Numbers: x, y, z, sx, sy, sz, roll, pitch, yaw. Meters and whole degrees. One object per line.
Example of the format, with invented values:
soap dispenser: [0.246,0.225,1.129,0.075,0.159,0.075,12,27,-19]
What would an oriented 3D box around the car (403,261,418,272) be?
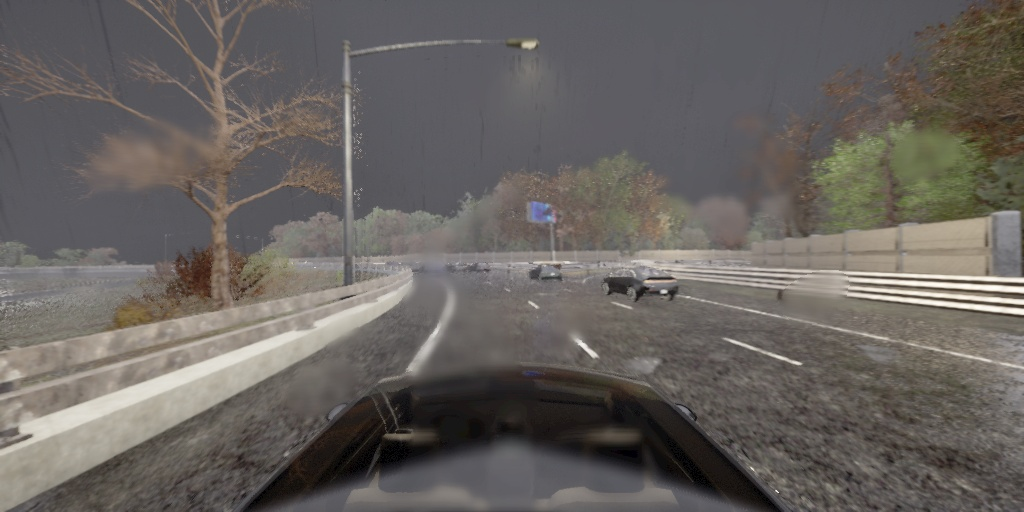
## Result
car: [-15.115,1.859,56.191,1.994,1.385,4.181,0,0,-33]

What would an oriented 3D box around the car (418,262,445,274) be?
car: [-11.001,1.759,48.684,1.994,1.385,4.181,-1,0,-26]

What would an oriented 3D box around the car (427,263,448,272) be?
car: [-12.123,1.834,58.008,1.994,1.385,4.181,0,0,-33]

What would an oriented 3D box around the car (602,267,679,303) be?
car: [5.862,1.271,17.027,2.128,1.511,4.902,-1,0,-8]

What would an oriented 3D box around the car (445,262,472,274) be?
car: [-7.822,1.657,50.146,2.128,1.511,4.902,-1,0,-26]

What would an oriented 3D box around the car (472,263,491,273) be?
car: [-4.730,1.686,51.793,2.033,1.411,5.357,-1,0,-26]

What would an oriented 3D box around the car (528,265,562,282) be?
car: [2.838,1.481,31.613,1.994,1.385,4.181,-1,-1,-16]
